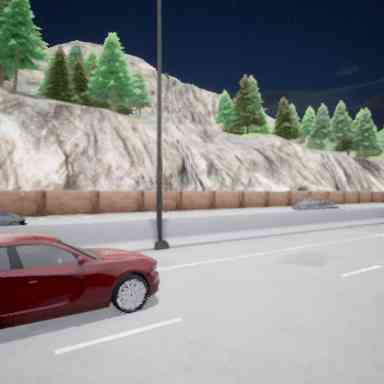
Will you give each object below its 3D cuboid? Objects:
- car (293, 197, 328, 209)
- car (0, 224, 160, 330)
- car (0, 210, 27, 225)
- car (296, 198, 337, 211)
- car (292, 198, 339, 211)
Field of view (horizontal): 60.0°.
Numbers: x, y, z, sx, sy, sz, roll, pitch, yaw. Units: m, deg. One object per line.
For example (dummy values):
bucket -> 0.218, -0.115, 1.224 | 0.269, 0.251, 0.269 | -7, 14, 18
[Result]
car -> 16.338, 1.472, 45.723 | 4.902, 1.511, 2.128 | 0, 0, -35
car -> -2.955, 1.477, 5.939 | 5.008, 1.535, 1.882 | 0, 0, -35
car -> -11.079, 1.564, 17.587 | 4.181, 1.385, 1.994 | 0, 0, -35
car -> 15.244, 1.531, 40.656 | 5.357, 1.411, 2.033 | 0, 0, -35
car -> 10.766, 1.495, 28.866 | 4.892, 1.490, 1.837 | 1, 0, -35
